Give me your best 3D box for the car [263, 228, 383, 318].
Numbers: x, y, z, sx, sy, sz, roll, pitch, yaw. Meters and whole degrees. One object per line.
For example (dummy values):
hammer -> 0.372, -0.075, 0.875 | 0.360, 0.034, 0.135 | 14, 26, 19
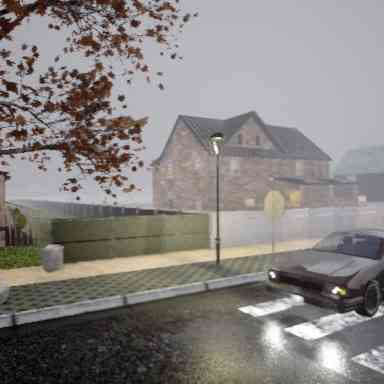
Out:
car -> 4.088, 1.591, 7.726 | 5.357, 1.411, 2.033 | 0, -1, -36
